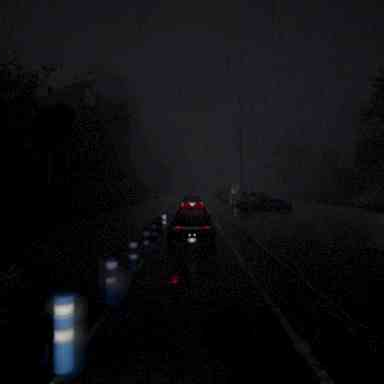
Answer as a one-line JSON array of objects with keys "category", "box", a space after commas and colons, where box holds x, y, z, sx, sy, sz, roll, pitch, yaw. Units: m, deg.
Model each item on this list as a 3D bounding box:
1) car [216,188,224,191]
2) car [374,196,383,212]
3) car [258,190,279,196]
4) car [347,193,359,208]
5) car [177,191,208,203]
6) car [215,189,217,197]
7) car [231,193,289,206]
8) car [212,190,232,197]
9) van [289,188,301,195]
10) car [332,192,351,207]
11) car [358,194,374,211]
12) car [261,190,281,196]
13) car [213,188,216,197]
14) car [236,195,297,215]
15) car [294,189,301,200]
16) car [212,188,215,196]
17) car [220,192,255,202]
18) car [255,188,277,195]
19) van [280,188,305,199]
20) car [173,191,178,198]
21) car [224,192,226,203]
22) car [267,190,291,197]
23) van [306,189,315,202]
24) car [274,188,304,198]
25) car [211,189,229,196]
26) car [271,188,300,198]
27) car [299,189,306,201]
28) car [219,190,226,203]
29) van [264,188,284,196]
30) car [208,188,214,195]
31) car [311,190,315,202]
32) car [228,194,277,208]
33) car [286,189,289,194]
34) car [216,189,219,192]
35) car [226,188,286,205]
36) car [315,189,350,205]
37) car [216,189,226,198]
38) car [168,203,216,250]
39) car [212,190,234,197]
[{"category": "car", "box": [7.086, 0.520, 58.514, 4.553, 1.767, 2.185, 0, 1, 1]}, {"category": "car", "box": [19.923, 1.120, 30.776, 4.553, 1.767, 2.185, 0, 1, 1]}, {"category": "car", "box": [20.395, 0.192, 88.807, 5.008, 1.535, 2.097, 0, 1, 1]}, {"category": "car", "box": [19.937, 1.160, 36.195, 4.674, 1.452, 2.002, 0, 1, 1]}, {"category": "car", "box": [0.013, 1.043, 29.130, 2.097, 1.767, 4.553, 0, 1, 0]}, {"category": "car", "box": [7.108, 0.632, 61.289, 4.792, 1.488, 2.163, 0, 1, 1]}, {"category": "car", "box": [6.841, 1.190, 33.546, 5.008, 1.535, 2.097, 0, 1, 1]}, {"category": "car", "box": [7.243, 0.319, 80.720, 4.892, 1.521, 2.231, 0, 1, 1]}, {"category": "van", "box": [20.025, 0.415, 58.320, 4.442, 1.987, 1.878, 0, 1, 0]}, {"category": "car", "box": [19.778, 1.052, 38.965, 5.366, 1.575, 1.946, 0, 1, 1]}, {"category": "car", "box": [19.886, 1.214, 33.425, 4.792, 1.488, 2.163, 0, 1, 1]}, {"category": "car", "box": [20.374, 0.273, 86.037, 4.674, 1.452, 2.002, 0, 1, 0]}, {"category": "car", "box": [7.098, 0.551, 66.842, 4.792, 1.488, 2.163, 0, 1, 1]}, {"category": "car", "box": [6.782, 1.284, 30.771, 4.792, 1.488, 2.163, 0, 1, 1]}, {"category": "car", "box": [20.138, 0.717, 55.572, 4.792, 1.488, 2.163, 0, 1, 1]}, {"category": "car", "box": [7.123, 0.510, 69.617, 4.792, 1.488, 2.163, 0, 1, 1]}, {"category": "car", "box": [7.191, 0.742, 52.969, 5.366, 1.575, 1.946, 0, 1, 1]}, {"category": "car", "box": [20.397, -0.101, 91.698, 5.566, 2.045, 2.435, 0, 1, 1]}, {"category": "van", "box": [20.089, 0.291, 66.646, 4.442, 1.987, 1.878, 0, 1, 1]}, {"category": "car", "box": [-3.088, 0.418, 72.421, 1.882, 1.535, 5.008, 0, 1, 0]}, {"category": "car", "box": [6.915, 0.997, 41.872, 4.892, 1.521, 2.231, 0, 1, 1]}, {"category": "car", "box": [20.298, 0.354, 77.727, 5.008, 1.535, 2.097, 0, 1, 1]}, {"category": "van", "box": [20.178, 0.570, 50.157, 4.442, 1.987, 1.878, 0, 1, 1]}, {"category": "car", "box": [20.202, 0.225, 69.413, 5.566, 2.045, 2.435, 0, 1, 0]}, {"category": "car", "box": [7.266, 0.112, 86.270, 4.553, 1.767, 2.185, 0, 1, 1]}, {"category": "car", "box": [20.226, 0.184, 72.183, 5.566, 2.045, 2.435, 0, 1, 0]}, {"category": "car", "box": [20.115, 0.767, 52.933, 4.792, 1.488, 2.163, 0, 1, 1]}, {"category": "car", "box": [6.748, 0.928, 44.648, 5.366, 1.575, 1.946, 0, 1, 1]}, {"category": "van", "box": [20.469, 0.046, 83.388, 4.442, 1.987, 1.878, 0, 1, 1]}, {"category": "car", "box": [7.015, 0.397, 75.170, 5.366, 1.575, 1.946, 0, 1, 1]}, {"category": "car", "box": [20.008, 0.891, 47.270, 4.792, 1.488, 2.163, 0, 1, 0]}, {"category": "car", "box": [7.070, 1.057, 39.095, 5.366, 1.575, 1.946, 0, 1, 1]}, {"category": "car", "box": [20.163, 0.597, 61.108, 5.008, 1.535, 2.097, 0, 1, 1]}, {"category": "car", "box": [7.024, 0.693, 55.737, 4.892, 1.521, 2.231, 0, 1, 1]}, {"category": "car", "box": [6.889, 0.874, 36.315, 5.566, 2.045, 2.435, 0, 1, 1]}, {"category": "car", "box": [20.041, 0.675, 44.495, 5.566, 2.045, 2.435, 0, 1, 0]}, {"category": "car", "box": [6.797, 0.798, 50.320, 5.366, 1.575, 1.946, 0, 1, 1]}, {"category": "car", "box": [0.010, 1.459, 14.307, 2.128, 1.511, 4.902, 0, 1, 0]}, {"category": "car", "box": [7.231, 0.360, 77.944, 4.892, 1.521, 2.231, 0, 1, 1]}]
